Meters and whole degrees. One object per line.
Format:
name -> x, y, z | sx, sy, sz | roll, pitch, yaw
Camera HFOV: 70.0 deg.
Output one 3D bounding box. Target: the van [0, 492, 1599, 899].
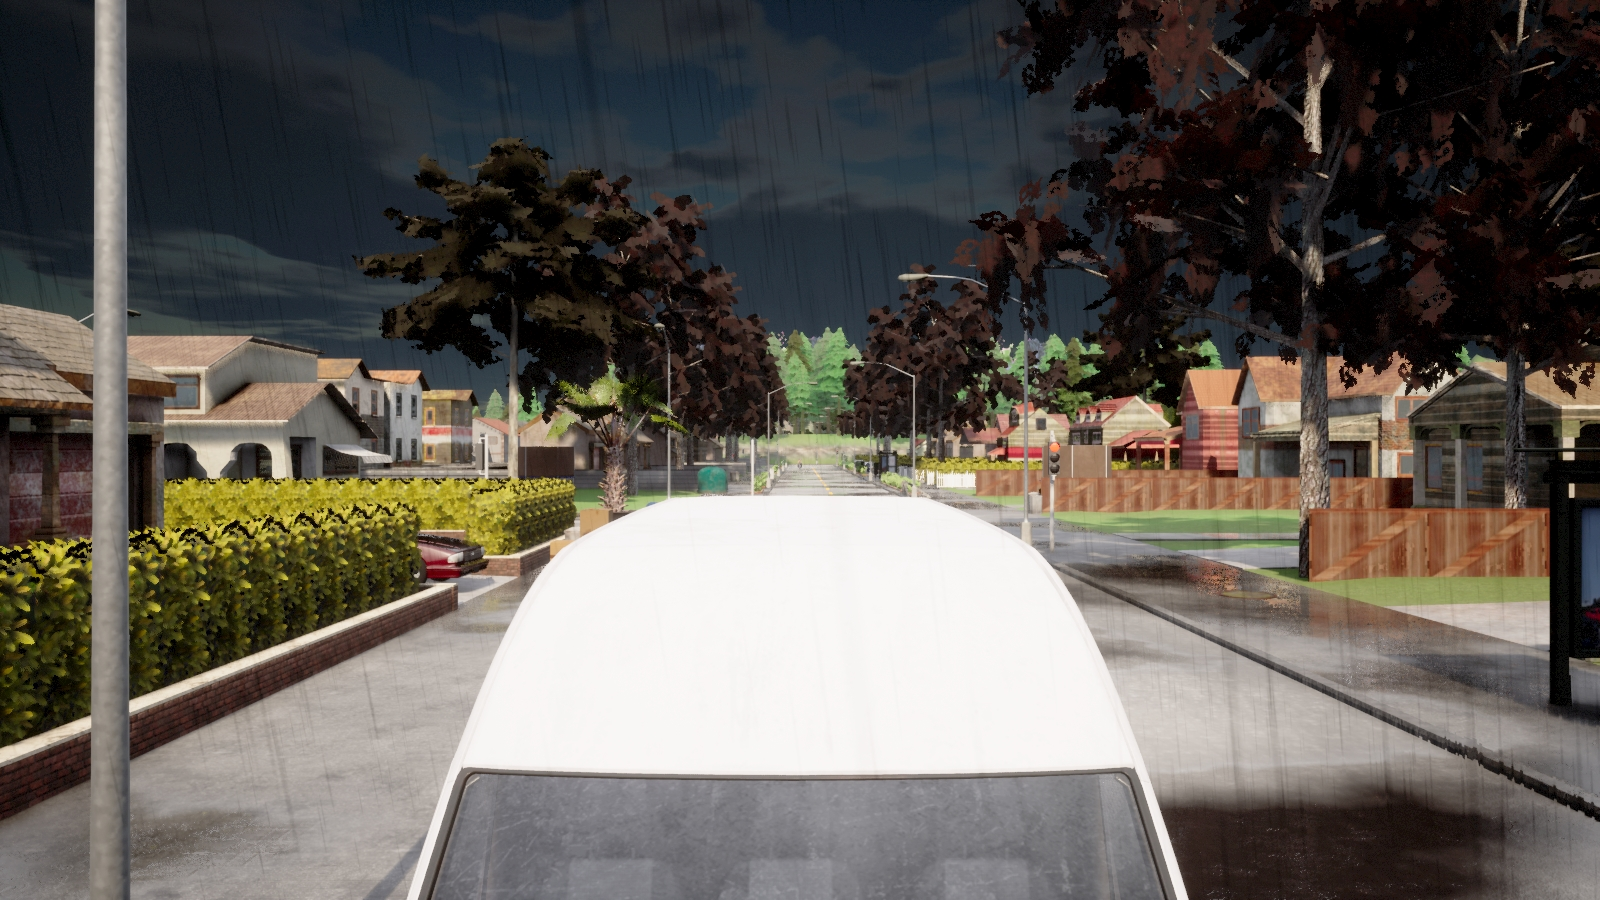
van -> 0.002, 1.537, 4.030 | 1.988, 2.561, 5.915 | 0, 0, 0
